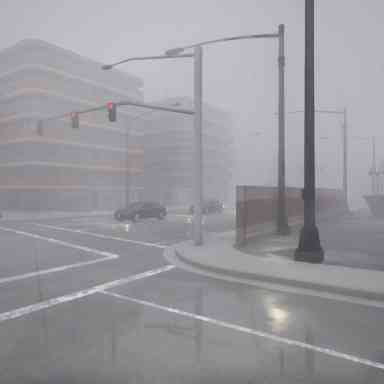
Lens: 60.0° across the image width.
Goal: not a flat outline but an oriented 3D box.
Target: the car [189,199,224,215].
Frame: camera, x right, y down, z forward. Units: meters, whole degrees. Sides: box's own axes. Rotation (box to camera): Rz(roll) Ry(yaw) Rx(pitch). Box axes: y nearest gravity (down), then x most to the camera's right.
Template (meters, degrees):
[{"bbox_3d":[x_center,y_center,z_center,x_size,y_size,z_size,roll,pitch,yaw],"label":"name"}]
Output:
[{"bbox_3d":[1.597,1.505,34.480,1.837,1.490,4.892,0,0,35],"label":"car"}]

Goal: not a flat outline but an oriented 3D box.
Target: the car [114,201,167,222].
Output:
[{"bbox_3d":[-3.996,1.505,26.359,1.837,1.490,4.892,0,0,35],"label":"car"}]
